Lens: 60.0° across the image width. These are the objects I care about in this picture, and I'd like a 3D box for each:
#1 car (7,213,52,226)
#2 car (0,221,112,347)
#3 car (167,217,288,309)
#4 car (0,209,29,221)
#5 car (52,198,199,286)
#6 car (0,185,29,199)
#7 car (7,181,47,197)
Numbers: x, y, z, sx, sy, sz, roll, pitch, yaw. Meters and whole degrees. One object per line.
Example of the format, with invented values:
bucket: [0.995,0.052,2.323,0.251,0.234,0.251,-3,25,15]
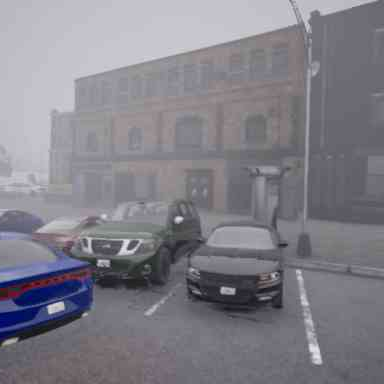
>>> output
car: [-3.724,1.512,11.625,2.002,1.452,4.674,0,-1,14]
car: [-3.941,1.473,6.085,5.008,1.535,1.882,0,0,35]
car: [1.258,1.476,8.195,2.097,1.535,5.008,1,-1,15]
car: [-8.729,1.508,15.002,2.002,1.452,4.674,1,-1,13]
car: [-1.228,1.222,9.890,2.435,2.045,5.566,1,-1,14]
car: [-24.665,0.177,43.923,4.674,1.452,2.002,1,6,7]
car: [-23.287,-0.401,46.579,5.566,2.045,2.435,1,6,7]
